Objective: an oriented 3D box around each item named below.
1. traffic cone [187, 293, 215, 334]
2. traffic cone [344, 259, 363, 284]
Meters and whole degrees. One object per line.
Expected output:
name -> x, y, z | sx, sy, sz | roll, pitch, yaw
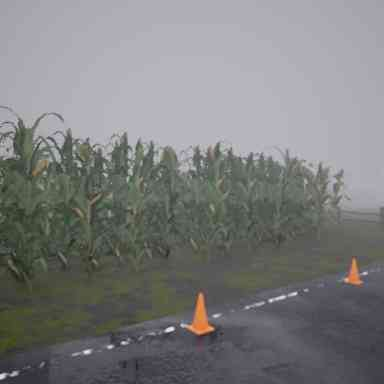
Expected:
traffic cone -> 0.146, 1.975, 5.513 | 0.340, 0.580, 0.340 | 0, 0, -36
traffic cone -> 4.133, 2.004, 8.483 | 0.340, 0.580, 0.340 | 0, 0, -37
